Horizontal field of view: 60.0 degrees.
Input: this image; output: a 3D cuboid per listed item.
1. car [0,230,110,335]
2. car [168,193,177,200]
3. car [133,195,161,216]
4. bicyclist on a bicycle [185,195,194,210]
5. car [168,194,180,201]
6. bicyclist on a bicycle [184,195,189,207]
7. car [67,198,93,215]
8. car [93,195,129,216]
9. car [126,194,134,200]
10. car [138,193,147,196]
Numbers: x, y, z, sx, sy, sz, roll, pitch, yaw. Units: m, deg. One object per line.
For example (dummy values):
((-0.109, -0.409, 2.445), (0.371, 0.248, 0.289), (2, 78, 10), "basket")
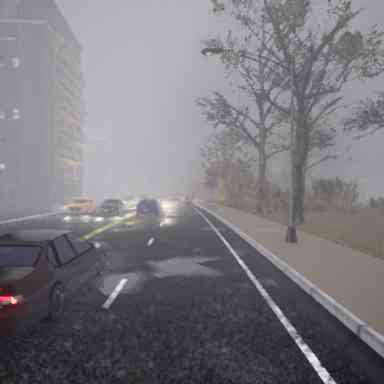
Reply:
((-3.212, 1.513, 7.033), (2.033, 1.411, 5.357), (0, 0, -1), "car")
((-4.607, 1.094, 78.693), (1.812, 1.442, 4.674), (0, 0, -7), "car")
((-3.879, 1.324, 30.050), (1.882, 1.535, 5.008), (0, 0, -3), "car")
((-0.192, 1.239, 37.660), (0.866, 1.612, 1.509), (0, -1, -3), "bicyclist on a bicycle")
((-3.560, 1.229, 69.208), (1.895, 1.301, 4.718), (0, 0, -5), "car")
((-0.725, 1.209, 46.035), (0.582, 1.620, 1.656), (0, 0, -4), "bicyclist on a bicycle")
((-10.701, 1.317, 32.615), (1.882, 1.535, 5.008), (0, 0, -3), "car")
((-7.353, 1.351, 30.614), (1.837, 1.490, 4.892), (0, 0, -3), "car")
((-13.807, 1.137, 73.245), (1.895, 1.301, 4.718), (0, 0, -6), "car")
((-10.092, 0.971, 69.001), (2.097, 1.767, 4.553), (0, 0, -6), "car")
